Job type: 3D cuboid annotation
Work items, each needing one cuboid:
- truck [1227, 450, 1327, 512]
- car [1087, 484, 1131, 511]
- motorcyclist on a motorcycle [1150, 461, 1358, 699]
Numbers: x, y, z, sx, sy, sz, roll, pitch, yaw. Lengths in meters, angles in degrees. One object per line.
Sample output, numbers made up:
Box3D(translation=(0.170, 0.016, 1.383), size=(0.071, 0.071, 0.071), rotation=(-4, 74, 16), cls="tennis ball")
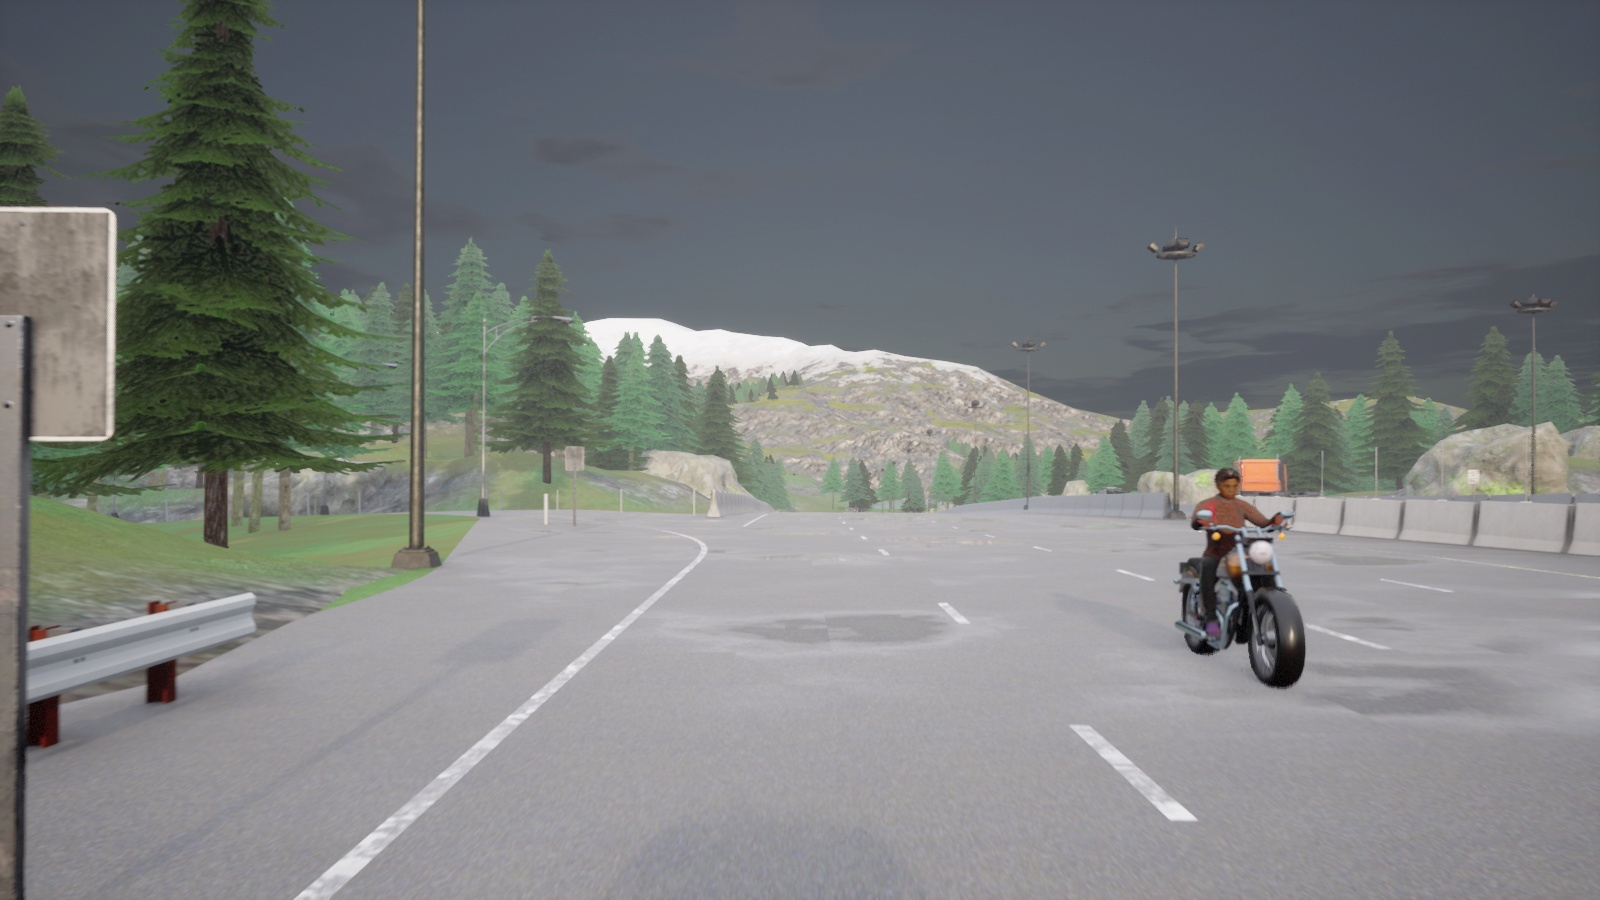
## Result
Box3D(translation=(28.209, 1.905, 74.670), size=(2.891, 3.462, 7.936), rotation=(0, -3, 1), cls="truck")
Box3D(translation=(21.342, 3.307, 86.907), size=(1.932, 1.855, 4.605), rotation=(0, -3, 1), cls="car")
Box3D(translation=(3.473, 0.917, 9.883), size=(0.766, 1.649, 2.350), rotation=(0, -1, 0), cls="motorcyclist on a motorcycle")
